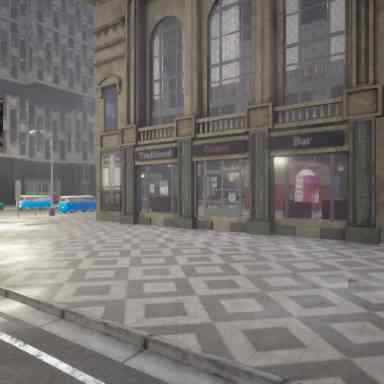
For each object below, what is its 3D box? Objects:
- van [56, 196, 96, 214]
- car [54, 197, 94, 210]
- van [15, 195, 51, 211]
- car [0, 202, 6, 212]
[{"bbox_3d":[-11.619,1.282,34.150,1.690,1.788,3.998,0,0,36],"label":"van"},{"bbox_3d":[-15.375,1.466,43.544,1.752,1.417,4.829,0,0,36],"label":"car"},{"bbox_3d":[-18.549,1.292,39.116,1.690,1.788,3.998,0,0,36],"label":"van"},{"bbox_3d":[-21.822,1.513,34.550,2.008,1.369,4.403,0,0,36],"label":"car"}]
